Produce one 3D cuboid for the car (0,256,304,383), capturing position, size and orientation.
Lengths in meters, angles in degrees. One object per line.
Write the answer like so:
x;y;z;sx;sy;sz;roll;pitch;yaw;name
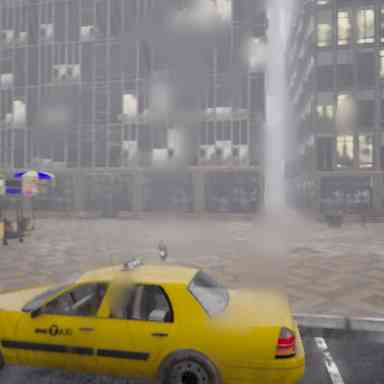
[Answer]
-1.064;1.584;4.501;4.829;1.417;1.752;0;0;11;car
